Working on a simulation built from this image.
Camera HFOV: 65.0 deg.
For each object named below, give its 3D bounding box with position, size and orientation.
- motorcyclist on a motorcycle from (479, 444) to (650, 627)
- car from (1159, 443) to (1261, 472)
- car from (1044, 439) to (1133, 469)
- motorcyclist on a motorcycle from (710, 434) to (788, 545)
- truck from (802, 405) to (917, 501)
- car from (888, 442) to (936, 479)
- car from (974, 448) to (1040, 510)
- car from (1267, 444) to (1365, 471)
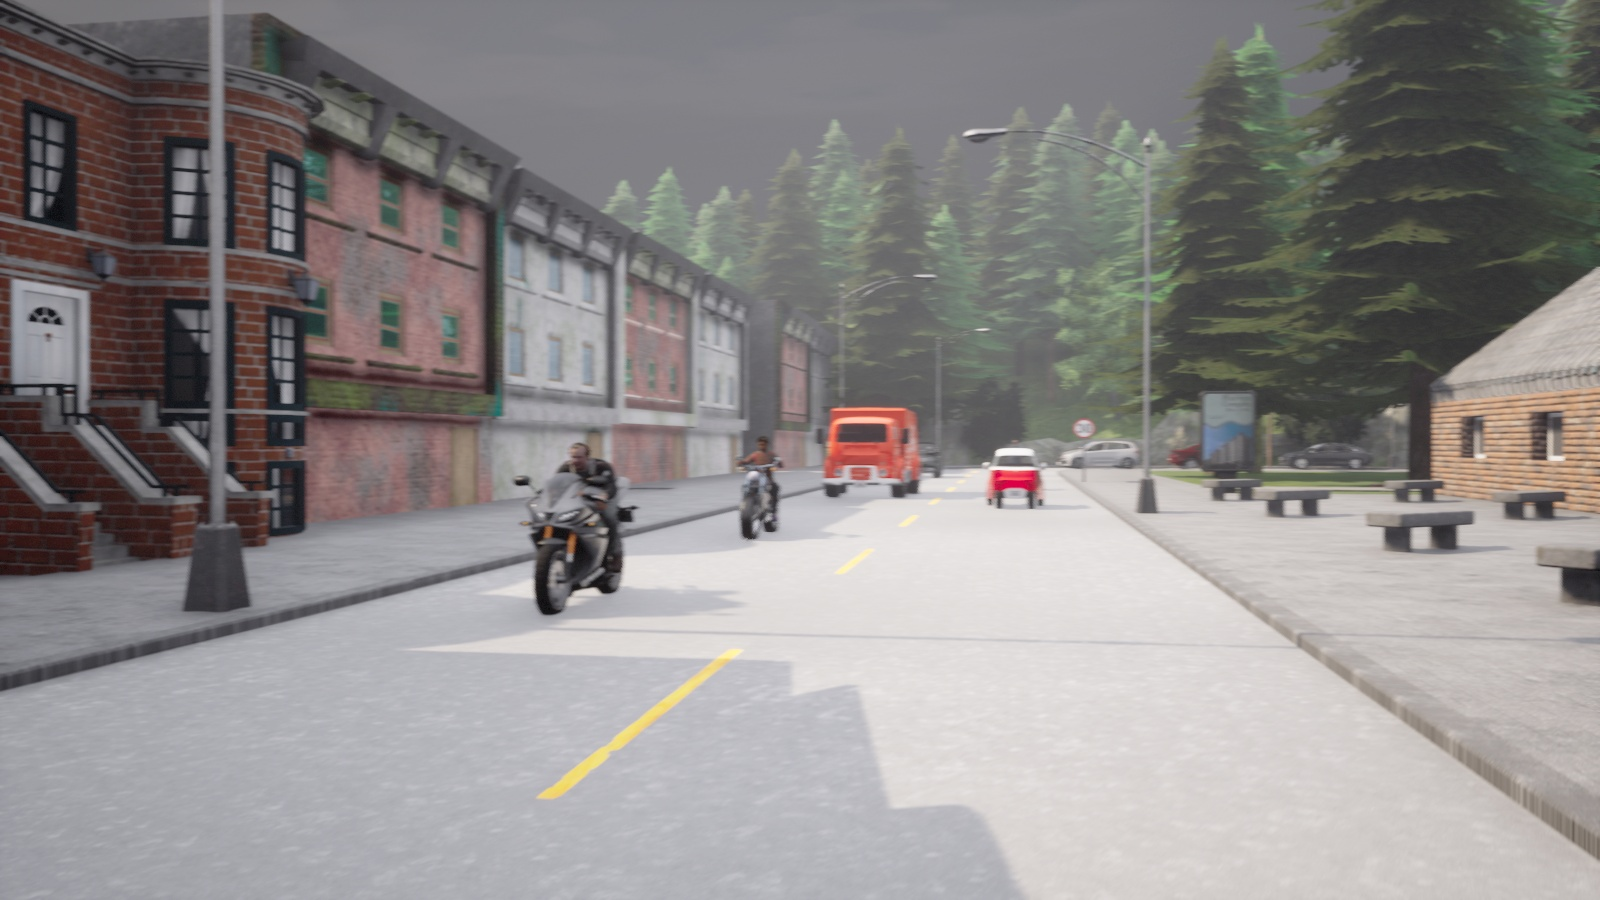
[{"bbox_3d":[-2.117,0.708,11.649,0.866,1.530,2.191,0,0,9],"label":"motorcyclist on a motorcycle"},{"bbox_3d":[22.323,0.390,68.581,5.008,1.535,1.882,0,0,6],"label":"car"},{"bbox_3d":[16.715,0.217,72.830,4.611,1.667,2.242,0,0,-2],"label":"car"},{"bbox_3d":[-0.777,0.579,19.868,0.766,1.649,2.350,0,1,9],"label":"motorcyclist on a motorcycle"},{"bbox_3d":[1.769,0.060,35.284,2.627,2.467,5.204,0,0,9],"label":"truck"},{"bbox_3d":[4.851,0.425,53.973,1.789,1.549,3.705,0,0,9],"label":"car"},{"bbox_3d":[4.870,0.644,29.527,1.481,1.376,2.207,0,1,9],"label":"car"},{"bbox_3d":[29.319,0.420,71.484,4.892,1.490,1.837,0,0,9],"label":"car"}]
